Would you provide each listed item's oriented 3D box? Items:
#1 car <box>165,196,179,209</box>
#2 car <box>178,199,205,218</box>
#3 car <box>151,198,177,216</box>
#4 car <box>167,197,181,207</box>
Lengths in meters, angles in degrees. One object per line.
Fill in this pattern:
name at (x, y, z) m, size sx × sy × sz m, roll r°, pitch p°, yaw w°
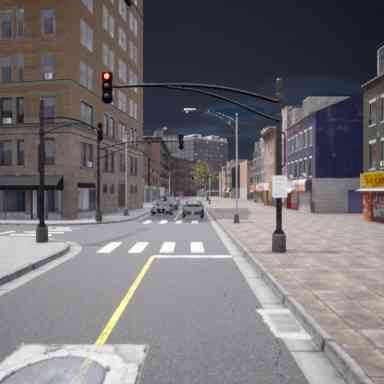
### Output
car at (-2.824, 1.360, 42.087) m, size 2.097 × 1.767 × 4.553 m, roll 0°, pitch 0°, yaw 0°
car at (0.113, 1.495, 30.181) m, size 2.128 × 1.511 × 4.902 m, roll 0°, pitch 0°, yaw 1°
car at (-2.832, 1.568, 32.315) m, size 1.994 × 1.385 × 4.181 m, roll 0°, pitch 0°, yaw 0°
car at (-2.815, 1.560, 52.710) m, size 2.033 × 1.411 × 5.357 m, roll 0°, pitch 0°, yaw 0°
